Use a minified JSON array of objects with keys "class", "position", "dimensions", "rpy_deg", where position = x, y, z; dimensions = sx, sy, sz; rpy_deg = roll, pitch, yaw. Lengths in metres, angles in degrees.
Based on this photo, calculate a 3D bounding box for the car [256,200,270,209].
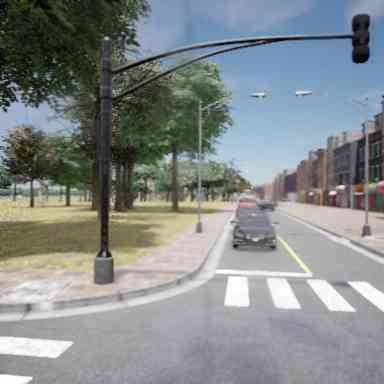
[{"class":"car","position":[12.559,2.124,59.211],"dimensions":[2.128,1.511,4.902],"rpy_deg":[0,-1,9]}]

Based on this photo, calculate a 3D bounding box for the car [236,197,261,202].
[{"class":"car","position":[6.092,1.568,36.375],"dimensions":[2.150,2.045,5.566],"rpy_deg":[0,0,9]}]

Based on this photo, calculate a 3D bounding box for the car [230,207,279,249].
[{"class":"car","position":[2.934,1.704,15.850],"dimensions":[1.837,1.490,4.892],"rpy_deg":[0,0,9]}]

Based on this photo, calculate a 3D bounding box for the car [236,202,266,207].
[{"class":"car","position":[4.459,1.765,25.785],"dimensions":[1.837,1.490,4.892],"rpy_deg":[0,0,9]}]

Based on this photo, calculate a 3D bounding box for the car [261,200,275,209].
[{"class":"car","position":[10.742,1.987,47.348],"dimensions":[1.837,1.490,4.892],"rpy_deg":[0,0,9]}]
